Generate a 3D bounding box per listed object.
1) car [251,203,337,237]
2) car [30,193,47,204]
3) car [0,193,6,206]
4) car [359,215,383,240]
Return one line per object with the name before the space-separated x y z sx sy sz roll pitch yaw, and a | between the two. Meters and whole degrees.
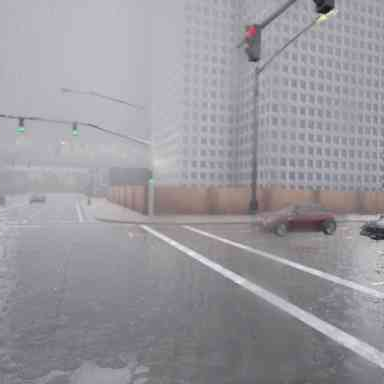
car | 5.483 1.383 18.043 4.553 1.767 2.097 1 0 -19
car | -21.572 0.884 46.748 2.033 1.411 5.357 1 0 -20
car | -21.891 0.867 36.746 2.128 1.511 4.902 1 0 -19
car | 10.873 1.699 16.232 5.357 1.411 2.033 1 0 -19
